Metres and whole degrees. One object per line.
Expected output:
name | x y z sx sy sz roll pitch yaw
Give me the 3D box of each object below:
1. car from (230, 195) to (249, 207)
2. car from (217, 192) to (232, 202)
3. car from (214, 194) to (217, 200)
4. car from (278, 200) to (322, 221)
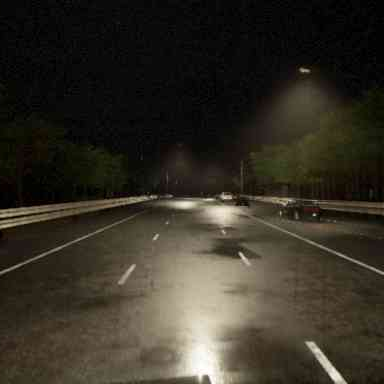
car | 7.004 1.415 47.886 1.812 1.442 4.674 0 0 0
car | 6.995 1.079 67.967 2.150 2.045 5.566 0 0 0
car | 7.055 1.248 87.948 2.097 1.767 4.553 0 0 0
car | 8.677 1.447 27.052 1.837 1.490 4.892 0 0 -10
